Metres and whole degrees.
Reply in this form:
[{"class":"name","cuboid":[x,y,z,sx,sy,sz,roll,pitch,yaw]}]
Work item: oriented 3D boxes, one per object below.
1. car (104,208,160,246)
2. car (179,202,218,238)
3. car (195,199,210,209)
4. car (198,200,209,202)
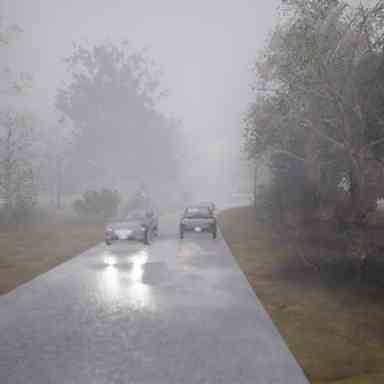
[{"class":"car","cuboid":[-2.651,1.515,15.557,2.128,1.511,4.902,0,0,2]},{"class":"car","cuboid":[0.353,1.522,17.757,2.128,1.511,4.902,0,-1,2]},{"class":"car","cuboid":[1.942,2.075,58.504,1.882,1.535,5.008,0,-1,11]},{"class":"car","cuboid":[1.680,1.761,37.192,2.033,1.411,5.357,0,-1,6]}]
